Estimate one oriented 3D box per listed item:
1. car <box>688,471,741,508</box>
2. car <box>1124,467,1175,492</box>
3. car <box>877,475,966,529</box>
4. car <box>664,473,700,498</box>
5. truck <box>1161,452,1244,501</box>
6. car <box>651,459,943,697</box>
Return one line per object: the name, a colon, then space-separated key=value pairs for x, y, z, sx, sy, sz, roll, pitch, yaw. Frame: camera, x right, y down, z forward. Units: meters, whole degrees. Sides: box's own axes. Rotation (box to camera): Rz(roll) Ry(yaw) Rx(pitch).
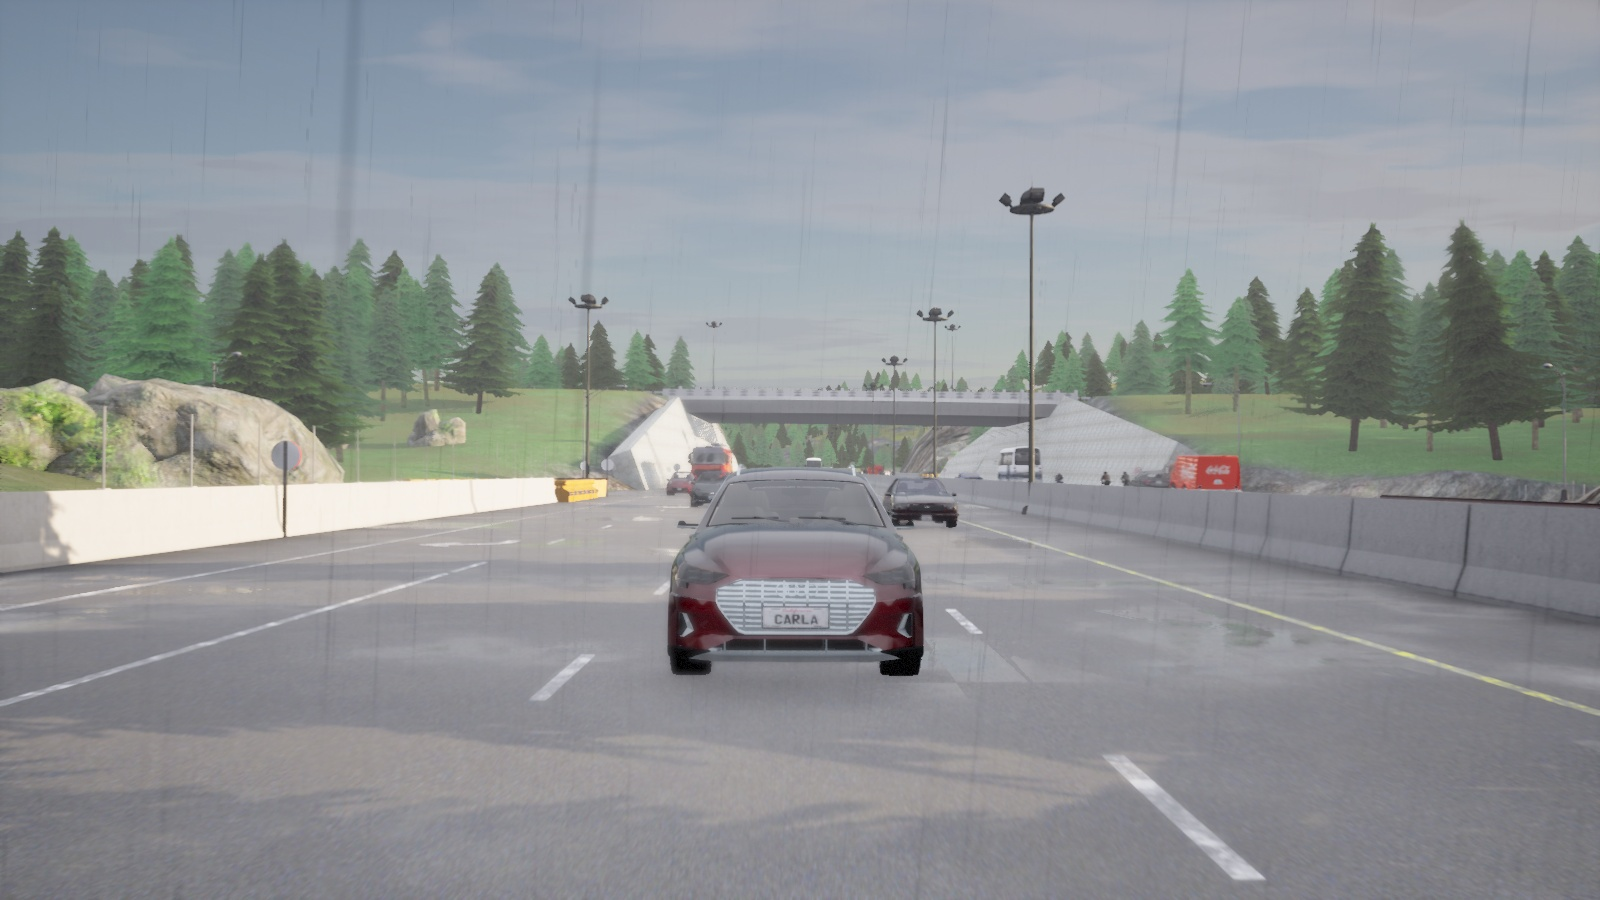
car: x=-3.631 y=1.680 z=54.018 sx=2.007 sy=1.525 sz=4.514 roll=0 pitch=-1 yaw=0
car: x=24.287 y=2.024 z=87.361 sx=2.242 sy=1.667 sz=4.611 roll=0 pitch=-1 yaw=0
car: x=3.412 y=1.455 z=36.235 sx=2.033 sy=1.411 sz=5.357 roll=0 pitch=-1 yaw=0
car: x=-7.186 y=2.139 z=76.548 sx=1.845 sy=1.501 sz=3.633 roll=0 pitch=-1 yaw=0
truck: x=20.841 y=1.345 z=65.317 sx=2.627 sy=2.467 sz=5.204 roll=0 pitch=0 yaw=-1
car: x=-0.028 y=0.932 z=11.181 sx=2.033 sy=1.649 sz=4.856 roll=0 pitch=-1 yaw=0
